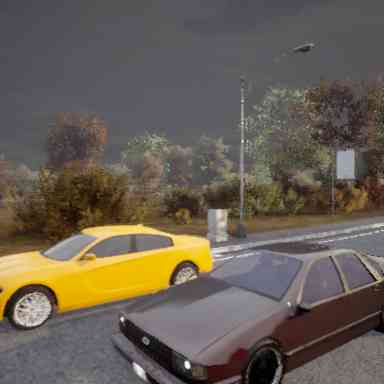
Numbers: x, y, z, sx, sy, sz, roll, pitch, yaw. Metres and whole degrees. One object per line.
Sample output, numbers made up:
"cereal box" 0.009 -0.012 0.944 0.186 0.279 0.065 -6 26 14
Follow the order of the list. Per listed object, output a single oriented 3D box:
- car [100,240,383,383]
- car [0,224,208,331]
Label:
"car" 1.568 1.552 5.200 5.357 1.411 2.033 0 0 -37
"car" -1.828 1.485 7.079 5.008 1.535 1.882 0 0 -36
